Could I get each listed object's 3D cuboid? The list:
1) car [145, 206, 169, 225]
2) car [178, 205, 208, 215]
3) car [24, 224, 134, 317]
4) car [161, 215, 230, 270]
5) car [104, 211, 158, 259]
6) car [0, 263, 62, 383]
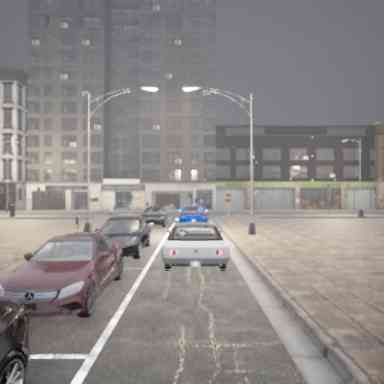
[{"bbox_3d":[-2.640,1.706,23.830,1.947,1.339,4.313,0,0,0],"label":"car"},{"bbox_3d":[0.089,1.611,22.653,1.882,1.535,5.008,0,0,0],"label":"car"},{"bbox_3d":[-2.640,1.627,7.473,1.802,1.307,4.206,0,0,0],"label":"car"},{"bbox_3d":[0.100,1.667,11.180,1.895,1.301,4.718,0,0,0],"label":"car"},{"bbox_3d":[-2.640,1.642,12.926,1.947,1.339,4.313,0,0,0],"label":"car"},{"bbox_3d":[-2.640,1.579,2.022,1.947,1.339,4.313,0,0,0],"label":"car"}]
